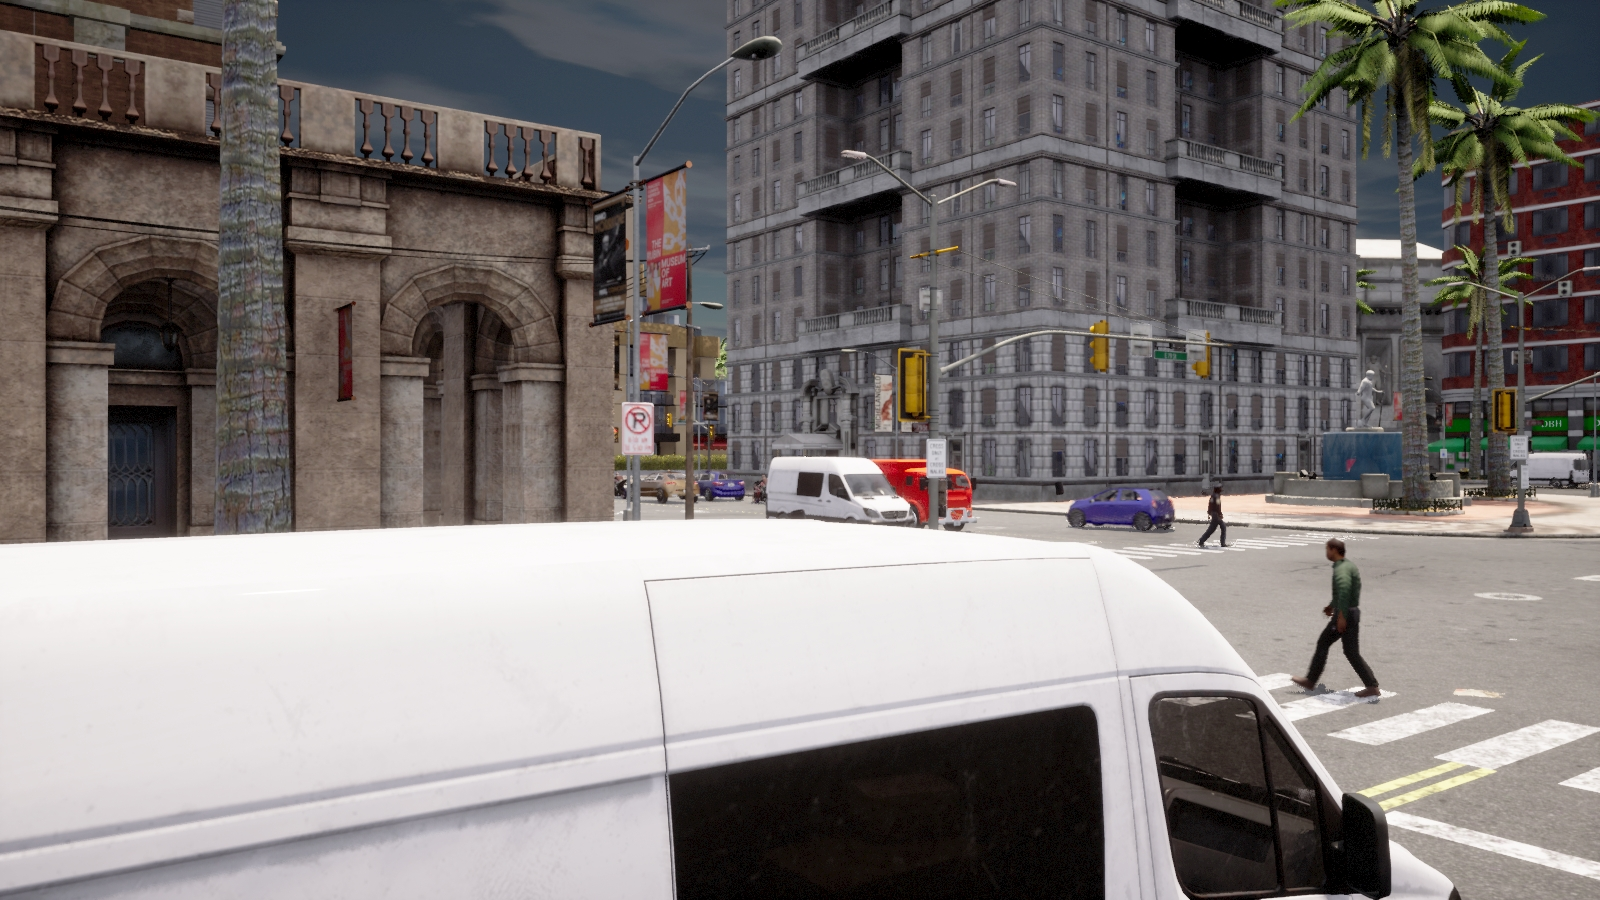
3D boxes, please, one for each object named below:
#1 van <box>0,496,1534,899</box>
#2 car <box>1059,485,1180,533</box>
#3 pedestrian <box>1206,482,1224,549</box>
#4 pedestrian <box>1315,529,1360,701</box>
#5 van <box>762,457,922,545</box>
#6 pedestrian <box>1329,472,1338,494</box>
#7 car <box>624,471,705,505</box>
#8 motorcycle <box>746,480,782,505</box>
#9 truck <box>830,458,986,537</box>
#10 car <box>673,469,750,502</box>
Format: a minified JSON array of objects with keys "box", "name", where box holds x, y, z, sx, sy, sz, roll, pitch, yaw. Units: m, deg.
[{"box":[0.019,1.533,3.806,5.915,2.561,1.988,0,0,-35],"name":"van"},{"box":[11.173,2.025,40.092,3.633,1.501,1.845,0,0,44],"name":"car"},{"box":[11.689,1.838,32.187,0.375,1.860,0.375,0,0,6],"name":"pedestrian"},{"box":[6.073,1.844,12.910,0.375,1.860,0.375,0,0,42],"name":"pedestrian"},{"box":[1.239,1.525,36.902,1.988,2.561,5.915,0,0,-35],"name":"van"},{"box":[31.328,1.952,67.131,0.375,1.300,0.375,0,0,44],"name":"pedestrian"},{"box":[-7.297,1.980,61.103,2.152,1.651,5.027,0,0,-36],"name":"car"},{"box":[-1.860,2.192,59.247,0.867,1.251,2.209,0,0,-33],"name":"motorcycle"},{"box":[3.647,1.555,39.545,2.627,2.467,5.204,0,0,-35],"name":"truck"},{"box":[-4.974,1.955,63.788,2.242,1.667,4.611,0,0,-35],"name":"car"}]
